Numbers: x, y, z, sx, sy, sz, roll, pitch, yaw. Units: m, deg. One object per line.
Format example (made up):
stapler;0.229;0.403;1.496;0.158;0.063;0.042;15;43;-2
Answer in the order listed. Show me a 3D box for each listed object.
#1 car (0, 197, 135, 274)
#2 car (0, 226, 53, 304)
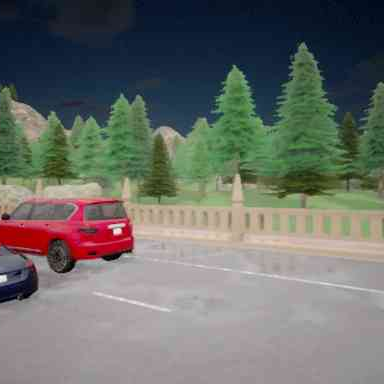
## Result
car;-4.409;1.197;10.659;5.566;2.045;2.150;0;0;30
car;-5.205;1.552;7.008;4.181;1.385;1.994;0;0;31
